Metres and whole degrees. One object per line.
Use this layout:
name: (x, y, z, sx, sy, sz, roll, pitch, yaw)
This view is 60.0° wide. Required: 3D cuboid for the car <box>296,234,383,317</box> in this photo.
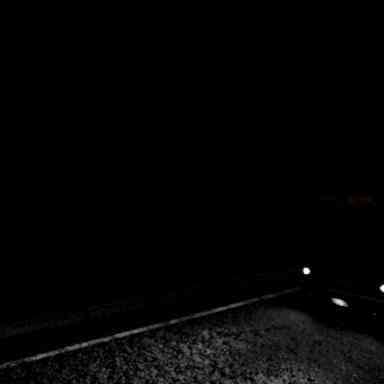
car: (4.380, 1.620, 7.095, 4.718, 1.301, 1.895, 0, 0, -35)
